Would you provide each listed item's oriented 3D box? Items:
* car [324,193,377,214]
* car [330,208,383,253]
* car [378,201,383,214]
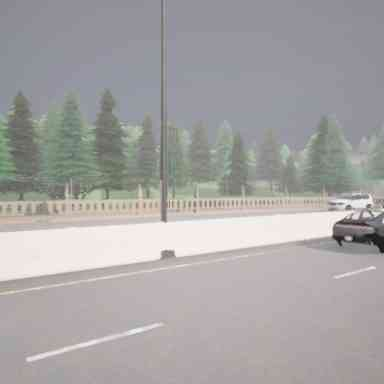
[{"bbox_3d":[17.167,1.181,35.981,5.566,2.045,2.150,0,0,-27],"label":"car"},{"bbox_3d":[7.678,1.476,13.510,4.902,1.511,2.128,0,0,-35],"label":"car"},{"bbox_3d":[21.642,1.559,34.272,4.718,1.301,1.895,0,0,-25],"label":"car"}]
